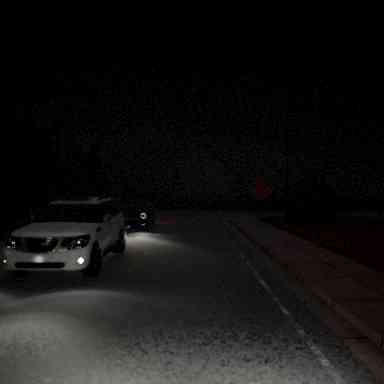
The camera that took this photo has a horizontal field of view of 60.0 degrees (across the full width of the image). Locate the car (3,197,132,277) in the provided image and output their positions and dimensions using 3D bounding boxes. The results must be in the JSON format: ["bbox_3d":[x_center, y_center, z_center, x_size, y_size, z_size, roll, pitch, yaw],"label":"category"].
[{"bbox_3d":[-3.588,1.204,10.559,2.150,2.045,5.566,0,0,0],"label":"car"}]

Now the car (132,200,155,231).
[{"bbox_3d":[-3.501,1.323,20.442,2.097,1.767,4.553,0,0,0],"label":"car"}]
